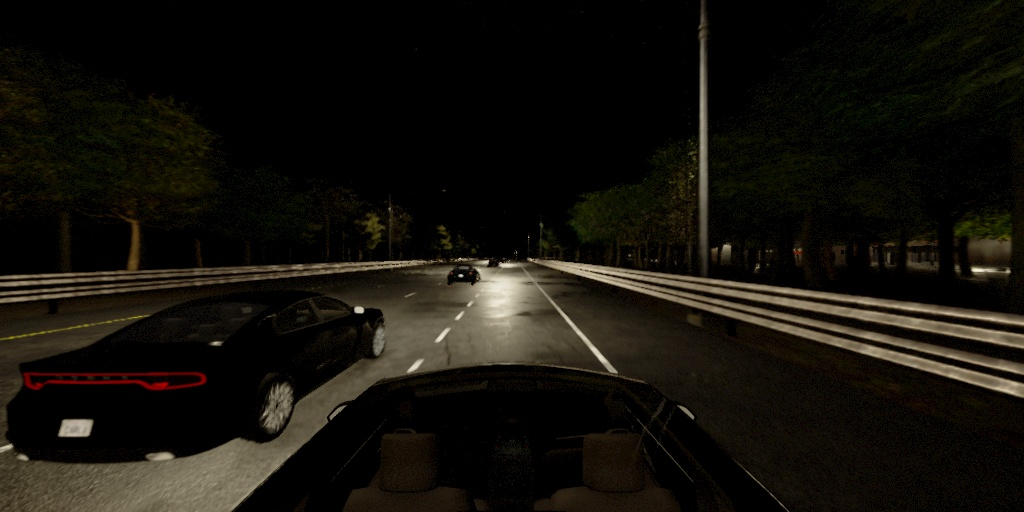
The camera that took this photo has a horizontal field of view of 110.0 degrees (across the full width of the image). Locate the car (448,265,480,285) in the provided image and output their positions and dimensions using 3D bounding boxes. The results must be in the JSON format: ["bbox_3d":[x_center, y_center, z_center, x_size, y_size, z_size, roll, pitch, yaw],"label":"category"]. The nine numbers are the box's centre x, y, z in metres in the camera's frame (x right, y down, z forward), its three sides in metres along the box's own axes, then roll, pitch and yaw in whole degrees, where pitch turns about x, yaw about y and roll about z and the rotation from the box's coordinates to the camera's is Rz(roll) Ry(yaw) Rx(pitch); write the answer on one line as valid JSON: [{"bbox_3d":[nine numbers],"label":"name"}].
[{"bbox_3d":[-3.490,1.328,26.484,1.994,1.385,4.181,0,0,0],"label":"car"}]

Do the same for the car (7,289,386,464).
[{"bbox_3d":[-3.499,1.230,5.355,1.882,1.535,5.008,0,0,0],"label":"car"}]
